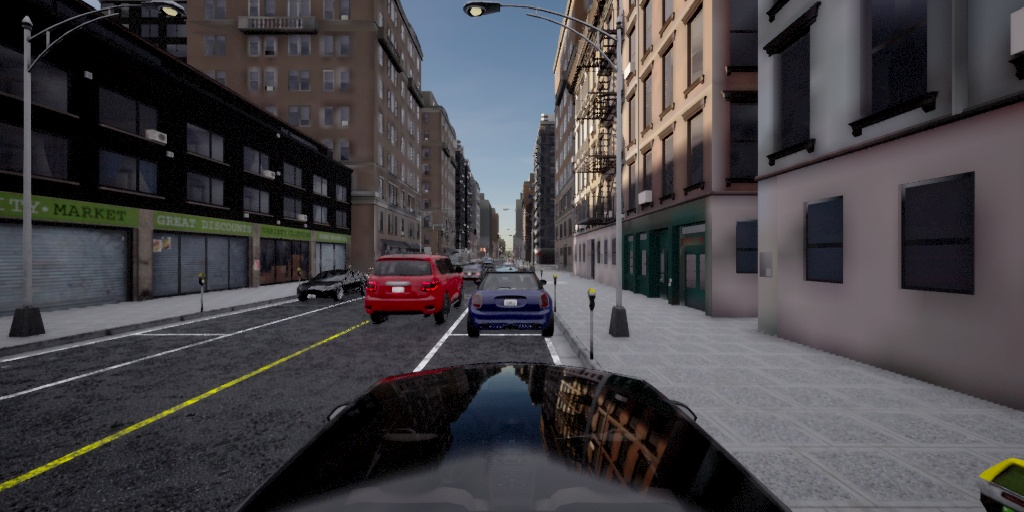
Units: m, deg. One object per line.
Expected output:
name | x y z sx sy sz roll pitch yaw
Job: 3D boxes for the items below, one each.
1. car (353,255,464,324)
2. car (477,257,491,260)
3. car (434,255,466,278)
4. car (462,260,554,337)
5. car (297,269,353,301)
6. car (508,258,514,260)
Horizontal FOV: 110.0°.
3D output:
car | -3.024 0.973 12.181 2.150 2.045 5.566 0 0 0
car | -2.931 1.245 44.838 1.837 1.490 4.892 0 0 0
car | -5.864 0.968 34.699 2.150 2.045 5.566 0 0 0
car | -0.033 1.102 10.470 2.097 1.767 4.553 0 0 0
car | -8.408 1.315 17.218 1.948 1.339 4.313 0 0 0
car | -0.383 1.269 39.031 1.751 1.417 4.829 0 0 0
